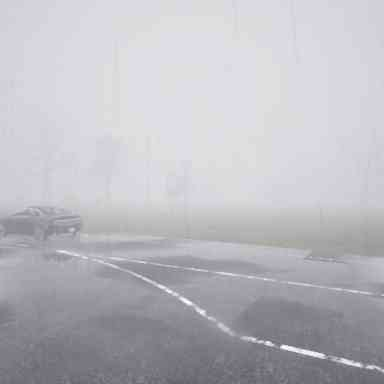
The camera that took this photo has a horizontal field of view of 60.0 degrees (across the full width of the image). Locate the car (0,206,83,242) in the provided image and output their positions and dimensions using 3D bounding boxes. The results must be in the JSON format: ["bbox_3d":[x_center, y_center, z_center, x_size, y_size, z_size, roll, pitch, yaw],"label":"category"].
[{"bbox_3d":[-7.397,1.437,15.935,4.902,1.511,2.128,0,0,30],"label":"car"}]
